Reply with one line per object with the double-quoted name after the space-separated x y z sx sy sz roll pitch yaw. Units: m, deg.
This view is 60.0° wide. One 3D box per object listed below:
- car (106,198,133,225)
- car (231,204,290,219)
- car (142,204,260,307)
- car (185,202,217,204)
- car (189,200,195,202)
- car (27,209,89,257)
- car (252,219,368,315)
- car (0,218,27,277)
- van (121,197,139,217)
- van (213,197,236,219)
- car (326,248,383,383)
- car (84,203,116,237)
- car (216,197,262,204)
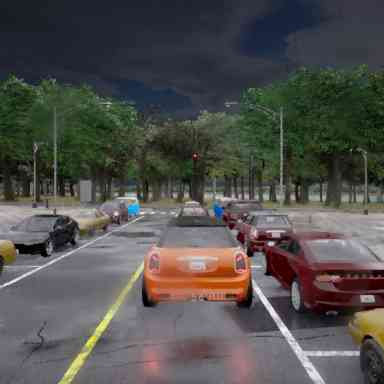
-5.749 1.443 23.783 1.967 1.590 4.097 0 0 0 "car"
2.769 1.441 12.902 1.967 1.590 4.097 0 0 0 "car"
0.104 1.352 8.136 2.097 1.767 4.553 0 0 0 "car"
0.109 1.493 17.350 2.128 1.511 4.902 0 0 0 "car"
0.015 1.460 27.295 1.801 1.575 5.366 0 0 1 "car"
-5.756 1.566 12.907 1.947 1.339 4.313 0 0 0 "car"
2.765 1.545 7.464 1.887 1.381 4.507 0 0 0 "car"
-5.760 1.525 7.300 1.752 1.417 4.829 0 0 0 "car"
-5.746 1.345 29.220 1.690 1.788 3.998 0 0 0 "van"
2.780 1.345 29.215 1.690 1.788 3.998 0 0 0 "van"
2.762 1.525 2.196 1.752 1.417 4.829 0 0 0 "car"
-5.753 1.527 18.175 1.752 1.417 4.829 0 0 0 "car"
2.772 1.317 18.340 2.192 1.841 5.009 0 0 0 "car"
